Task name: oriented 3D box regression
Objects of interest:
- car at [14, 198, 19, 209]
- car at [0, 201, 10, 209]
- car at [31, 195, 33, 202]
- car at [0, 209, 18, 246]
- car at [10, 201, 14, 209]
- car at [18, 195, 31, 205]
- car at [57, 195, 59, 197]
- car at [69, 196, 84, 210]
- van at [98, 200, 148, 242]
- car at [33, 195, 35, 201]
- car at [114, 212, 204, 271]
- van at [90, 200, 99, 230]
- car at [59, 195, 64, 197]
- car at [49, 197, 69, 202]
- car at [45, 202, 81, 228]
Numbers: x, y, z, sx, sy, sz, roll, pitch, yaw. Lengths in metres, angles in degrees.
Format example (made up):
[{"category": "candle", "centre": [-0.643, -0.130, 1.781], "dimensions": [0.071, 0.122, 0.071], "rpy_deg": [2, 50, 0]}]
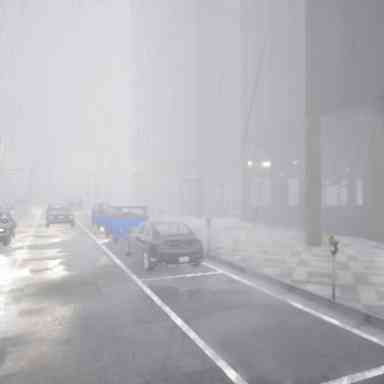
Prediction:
[{"category": "car", "centre": [-24.373, 1.781, 43.813], "dimensions": [1.802, 1.307, 4.206], "rpy_deg": [0, 0, -23]}, {"category": "car", "centre": [-19.953, 1.696, 33.482], "dimensions": [1.887, 1.381, 4.507], "rpy_deg": [0, 0, -23]}, {"category": "car", "centre": [-39.307, 1.901, 78.708], "dimensions": [1.752, 1.417, 4.829], "rpy_deg": [0, 0, -23]}, {"category": "car", "centre": [-9.318, 1.669, 15.417], "dimensions": [1.895, 1.301, 4.718], "rpy_deg": [0, 0, -23]}, {"category": "car", "centre": [-22.163, 1.757, 38.647], "dimensions": [1.802, 1.307, 4.206], "rpy_deg": [0, 0, -23]}, {"category": "car", "centre": [-34.939, 1.637, 68.502], "dimensions": [2.192, 1.841, 5.009], "rpy_deg": [0, 0, -23]}, {"category": "car", "centre": [-33.761, 1.962, 87.417], "dimensions": [1.887, 1.381, 4.507], "rpy_deg": [0, 0, -23]}, {"category": "car", "centre": [-16.544, 1.528, 47.186], "dimensions": [2.192, 1.841, 5.009], "rpy_deg": [0, 0, -23]}, {"category": "van", "centre": [-3.280, 1.412, 16.193], "dimensions": [1.690, 1.788, 3.998], "rpy_deg": [0, 0, -23]}, {"category": "car", "centre": [-41.591, 1.949, 84.047], "dimensions": [1.887, 1.381, 4.507], "rpy_deg": [0, 0, -23]}, {"category": "car", "centre": [-1.070, 1.599, 11.026], "dimensions": [2.008, 1.369, 4.403], "rpy_deg": [0, 0, -23]}, {"category": "van", "centre": [-5.491, 1.435, 21.358], "dimensions": [1.690, 1.788, 3.998], "rpy_deg": [0, 0, -23]}, {"category": "car", "centre": [-27.109, 1.886, 71.873], "dimensions": [2.008, 1.369, 4.403], "rpy_deg": [0, 0, -23]}, {"category": "car", "centre": [-15.422, 1.662, 37.692], "dimensions": [2.128, 1.511, 4.902], "rpy_deg": [0, 0, -23]}, {"category": "car", "centre": [-9.319, 1.651, 23.493], "dimensions": [2.033, 1.411, 5.357], "rpy_deg": [0, 0, -23]}]
